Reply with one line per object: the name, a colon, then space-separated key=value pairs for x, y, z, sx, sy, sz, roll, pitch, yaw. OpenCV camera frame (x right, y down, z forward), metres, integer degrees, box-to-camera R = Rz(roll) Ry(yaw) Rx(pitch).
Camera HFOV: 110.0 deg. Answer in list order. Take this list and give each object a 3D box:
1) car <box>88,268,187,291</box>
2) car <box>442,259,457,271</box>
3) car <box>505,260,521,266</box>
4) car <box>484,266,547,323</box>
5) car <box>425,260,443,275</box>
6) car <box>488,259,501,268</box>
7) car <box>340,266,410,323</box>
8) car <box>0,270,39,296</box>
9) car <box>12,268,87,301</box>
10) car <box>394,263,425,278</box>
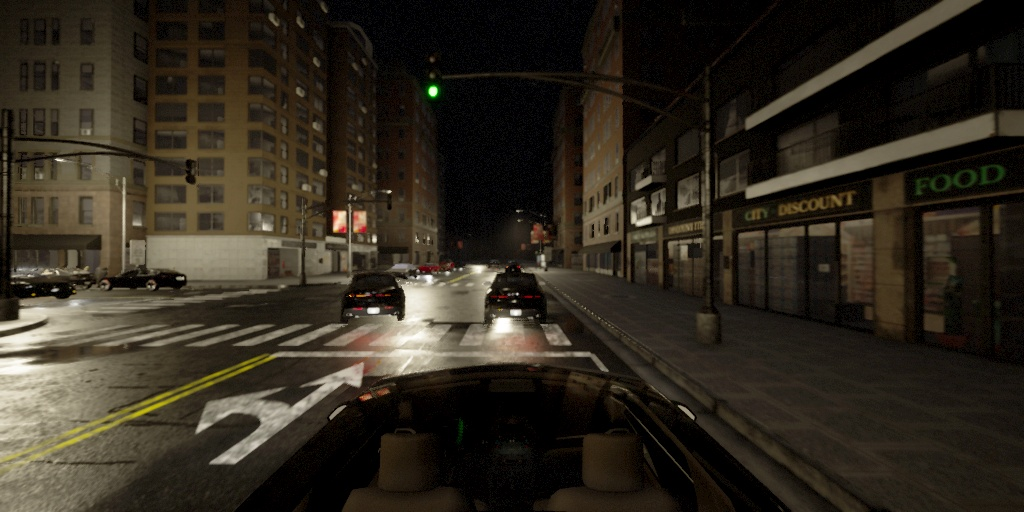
car: x=-22.141 y=1.391 z=21.619 sx=4.313 sy=1.339 sz=1.948 roll=0 pitch=0 yaw=0
car: x=-9.731 y=1.249 z=52.284 sx=2.097 sy=1.767 sz=4.553 roll=0 pitch=0 yaw=0
car: x=0.116 y=1.391 z=42.390 sx=1.812 sy=1.442 sz=4.674 roll=0 pitch=0 yaw=0
car: x=0.105 y=1.284 z=12.252 sx=1.837 sy=1.490 sz=4.892 roll=0 pitch=0 yaw=0
car: x=-9.813 y=1.466 z=42.086 sx=1.895 sy=1.301 sz=4.718 roll=0 pitch=0 yaw=0
car: x=-3.227 y=1.422 z=63.021 sx=2.128 sy=1.511 sz=4.902 roll=0 pitch=0 yaw=0
car: x=-4.802 y=1.285 z=12.436 sx=1.837 sy=1.490 sz=4.892 roll=1 pitch=0 yaw=-21
car: x=-28.886 y=1.408 z=19.135 sx=4.718 sy=1.301 sz=1.895 roll=0 pitch=0 yaw=0
car: x=-22.537 y=1.348 z=16.140 sx=4.181 sy=1.385 sz=1.994 roll=0 pitch=0 yaw=0
car: x=-9.837 y=1.384 z=32.487 sx=2.033 sy=1.411 sz=5.357 roll=0 pitch=0 yaw=0
